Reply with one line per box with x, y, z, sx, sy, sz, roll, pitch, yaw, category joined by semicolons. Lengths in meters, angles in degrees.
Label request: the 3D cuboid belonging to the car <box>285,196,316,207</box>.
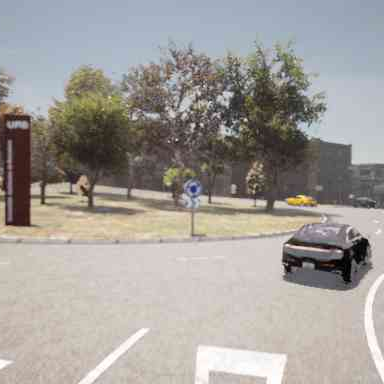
15.465;1.242;47.542;1.882;1.535;5.008;0;1;-24;car

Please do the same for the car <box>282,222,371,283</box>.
4.442;1.725;10.663;2.128;1.511;4.902;1;0;35;car

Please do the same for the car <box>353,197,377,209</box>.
24.575;1.558;47.110;4.892;1.490;1.837;4;0;-43;car

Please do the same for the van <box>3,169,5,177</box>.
-44.103;-4.292;83.683;1.878;1.987;4.442;6;5;24;van
